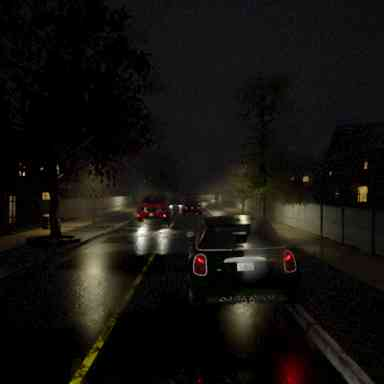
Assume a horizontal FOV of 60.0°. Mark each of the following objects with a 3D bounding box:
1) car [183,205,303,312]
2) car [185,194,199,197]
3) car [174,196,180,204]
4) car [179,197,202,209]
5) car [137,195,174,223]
[{"bbox_3d":[0.927,1.324,7.887,2.097,1.767,4.553,-2,0,0],"label":"car"},{"bbox_3d":[0.007,1.256,44.618,2.150,2.045,5.566,0,0,1],"label":"car"},{"bbox_3d":[-2.782,1.559,58.883,1.837,1.490,4.892,0,0,0],"label":"car"},{"bbox_3d":[0.048,1.570,33.966,2.033,1.411,5.357,0,0,1],"label":"car"},{"bbox_3d":[-2.864,1.237,26.041,2.150,2.045,5.566,0,0,0],"label":"car"}]
